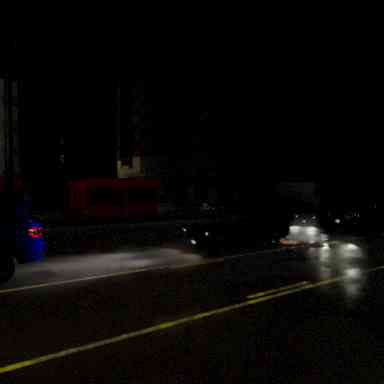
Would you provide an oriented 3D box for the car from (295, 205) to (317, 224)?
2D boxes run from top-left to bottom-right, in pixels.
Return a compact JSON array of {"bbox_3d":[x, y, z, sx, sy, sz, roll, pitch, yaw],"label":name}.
[{"bbox_3d":[9.602,1.575,23.622,5.357,1.411,2.033,0,0,-35],"label":"car"}]

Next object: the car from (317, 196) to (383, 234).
[{"bbox_3d":[10.213,1.246,19.768,5.566,2.045,2.150,0,0,-35],"label":"car"}]

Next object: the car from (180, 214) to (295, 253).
[{"bbox_3d":[1.877,1.595,13.869,4.718,1.301,1.895,0,0,-35],"label":"car"}]

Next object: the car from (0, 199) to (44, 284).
[{"bbox_3d":[-6.539,1.213,7.888,5.566,2.045,2.150,0,0,-36],"label":"car"}]
